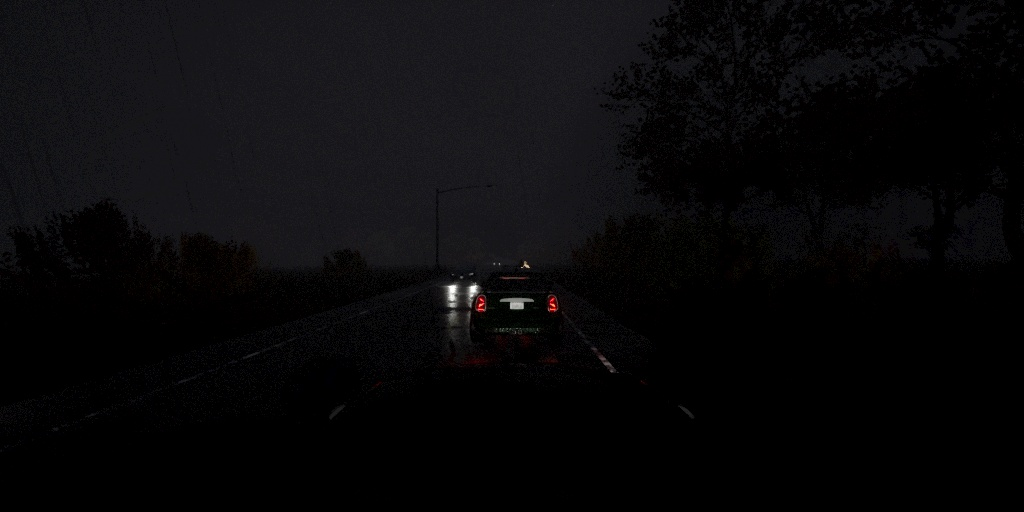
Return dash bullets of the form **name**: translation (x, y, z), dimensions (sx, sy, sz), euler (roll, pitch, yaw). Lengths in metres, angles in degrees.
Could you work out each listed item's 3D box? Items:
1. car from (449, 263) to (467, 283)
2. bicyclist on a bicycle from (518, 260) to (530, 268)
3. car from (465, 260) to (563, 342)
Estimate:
- **car**: translation (-3.603, 1.266, 27.887), dimensions (1.812, 1.442, 4.674), euler (0, 0, 0)
- **bicyclist on a bicycle**: translation (0.957, 1.177, 25.736), dimensions (0.866, 1.612, 1.509), euler (0, 0, 1)
- **car**: translation (0.107, 1.099, 9.913), dimensions (2.097, 1.767, 4.553), euler (0, 0, 0)
